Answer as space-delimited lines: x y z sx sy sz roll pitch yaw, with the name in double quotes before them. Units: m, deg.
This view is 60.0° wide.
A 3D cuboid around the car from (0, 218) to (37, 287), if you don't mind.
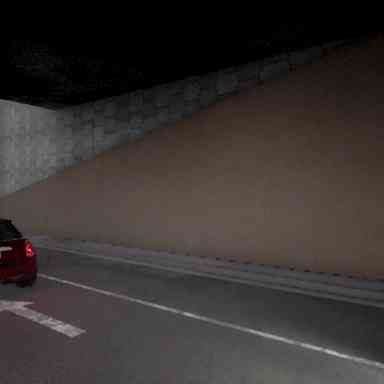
"car" -5.837 1.352 8.154 4.553 1.767 2.097 0 0 36
